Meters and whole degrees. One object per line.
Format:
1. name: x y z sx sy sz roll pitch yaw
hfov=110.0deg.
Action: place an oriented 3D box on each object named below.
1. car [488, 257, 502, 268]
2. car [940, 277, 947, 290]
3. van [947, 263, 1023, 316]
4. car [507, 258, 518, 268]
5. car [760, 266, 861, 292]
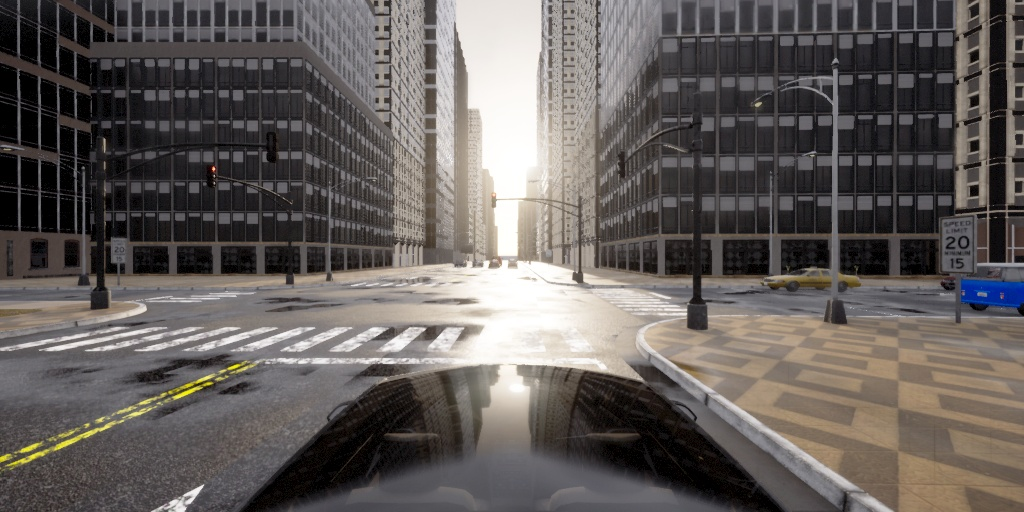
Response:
1. car: -3.117 1.386 63.337 1.812 1.442 4.674 0 0 0
2. car: 26.960 1.356 20.202 4.207 1.307 1.802 0 0 2
3. van: 18.380 1.119 12.534 3.998 1.789 1.690 0 0 2
4. car: 0.133 1.408 63.330 2.033 1.411 5.357 0 0 0
5. car: 17.127 1.293 20.709 4.829 1.417 1.751 0 0 2
